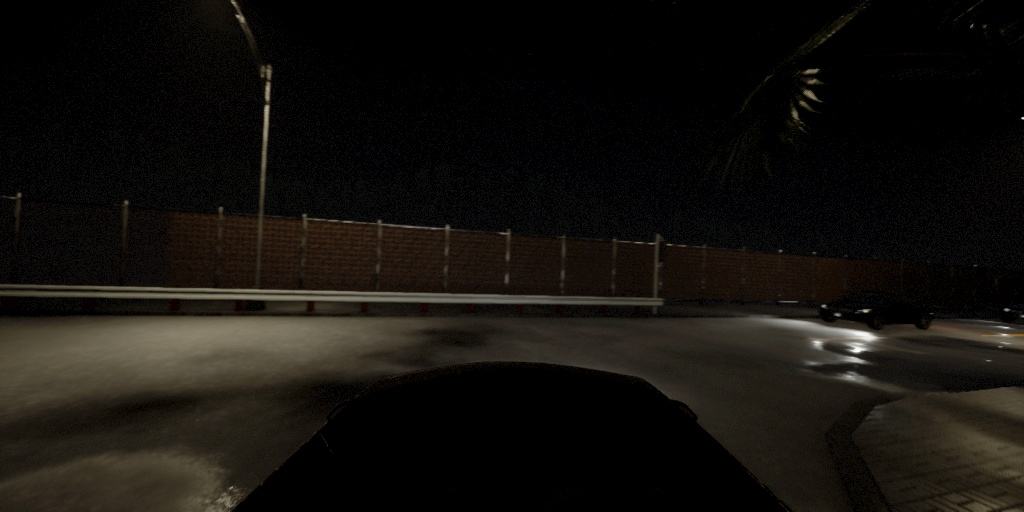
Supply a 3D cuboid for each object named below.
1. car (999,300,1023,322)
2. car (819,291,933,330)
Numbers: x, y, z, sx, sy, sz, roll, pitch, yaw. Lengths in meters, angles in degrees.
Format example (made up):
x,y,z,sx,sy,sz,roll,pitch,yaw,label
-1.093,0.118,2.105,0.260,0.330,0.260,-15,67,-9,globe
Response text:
x,y,z,sx,sy,sz,roll,pitch,yaw,label
28.206,2.884,18.839,4.674,1.442,1.812,2,-1,-17,car
15.291,2.193,15.025,4.674,1.442,1.812,3,-1,-17,car
